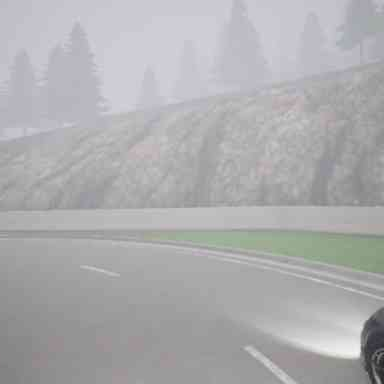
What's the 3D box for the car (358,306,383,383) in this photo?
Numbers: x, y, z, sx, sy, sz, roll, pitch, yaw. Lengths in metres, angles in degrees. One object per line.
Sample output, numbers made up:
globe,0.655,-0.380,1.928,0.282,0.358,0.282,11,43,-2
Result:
car,3.158,1.468,2.270,1.994,1.385,4.181,-2,0,-9
